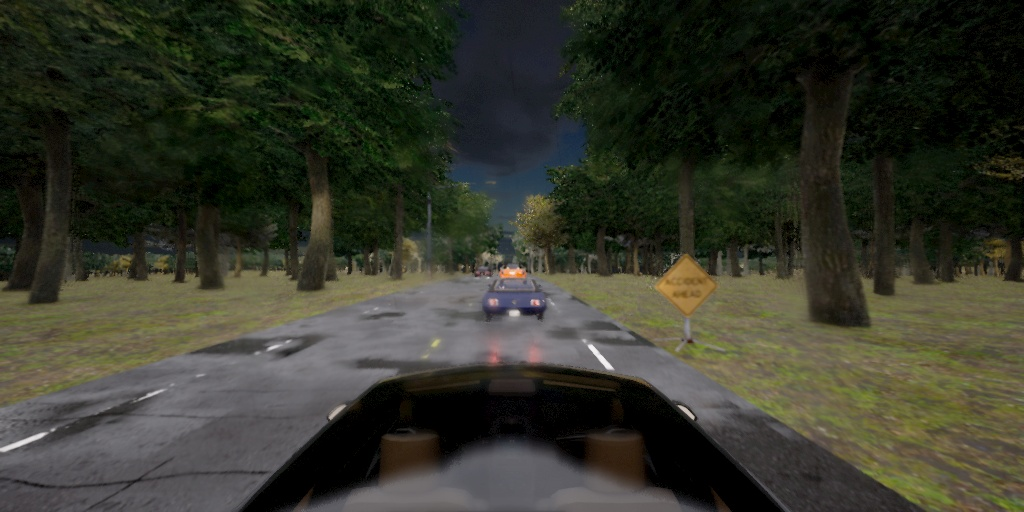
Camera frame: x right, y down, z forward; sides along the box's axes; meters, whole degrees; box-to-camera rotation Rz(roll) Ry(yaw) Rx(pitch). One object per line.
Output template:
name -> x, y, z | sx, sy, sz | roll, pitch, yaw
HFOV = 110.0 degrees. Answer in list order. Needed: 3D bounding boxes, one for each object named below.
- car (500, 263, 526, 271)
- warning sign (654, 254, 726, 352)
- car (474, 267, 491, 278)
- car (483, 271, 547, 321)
car -> 0.086, 1.352, 29.065 | 2.097, 1.767, 4.553 | 0, -1, 0
warning sign -> 3.550, 0.879, 7.246 | 1.300, 1.860, 1.060 | 0, 0, 0
car -> -3.582, 2.009, 45.198 | 1.994, 1.385, 4.181 | 0, -2, 0
car -> 0.087, 1.386, 12.559 | 1.895, 1.301, 4.718 | 0, 0, 0
